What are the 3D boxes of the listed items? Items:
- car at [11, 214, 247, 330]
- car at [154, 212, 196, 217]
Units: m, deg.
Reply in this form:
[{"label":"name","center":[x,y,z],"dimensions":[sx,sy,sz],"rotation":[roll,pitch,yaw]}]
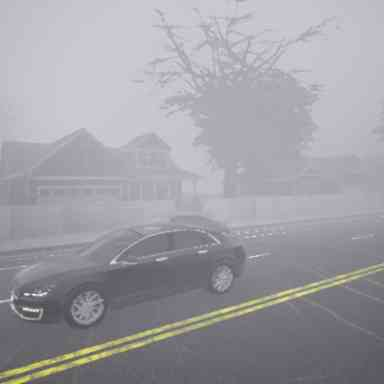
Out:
[{"label":"car","center":[-1.015,1.458,6.948],"dimensions":[4.892,1.490,1.837],"rotation":[-1,1,-35]},{"label":"car","center":[-0.711,1.441,11.148],"dimensions":[4.674,1.442,1.812],"rotation":[-1,1,-35]}]
